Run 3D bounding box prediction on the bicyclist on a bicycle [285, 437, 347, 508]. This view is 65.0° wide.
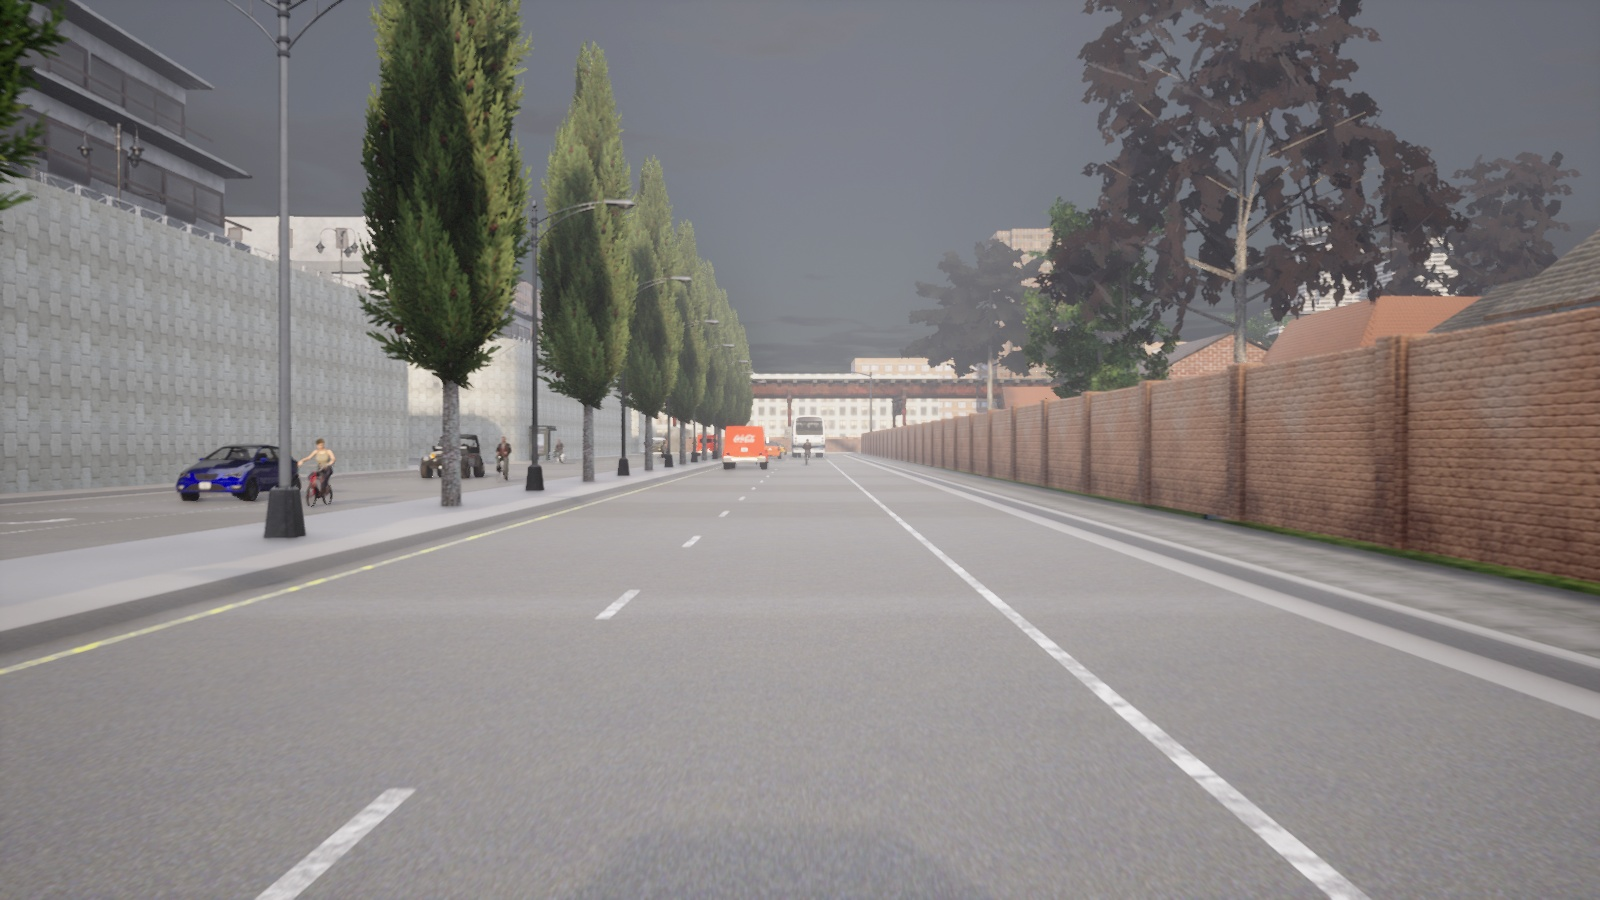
[{"bbox_3d":[-11.315,0.508,29.401,0.866,1.612,1.509,0,0,1],"label":"bicyclist on a bicycle"}]

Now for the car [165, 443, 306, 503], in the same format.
[{"bbox_3d":[-14.797,0.561,33.171,1.816,1.474,4.193,0,0,0],"label":"car"}]

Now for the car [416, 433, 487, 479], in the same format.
[{"bbox_3d":[-14.685,0.231,53.156,1.905,1.878,3.866,0,0,0],"label":"car"}]

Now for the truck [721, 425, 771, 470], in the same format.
[{"bbox_3d":[-3.077,-0.151,72.407,2.627,2.467,5.204,0,0,0],"label":"truck"}]
